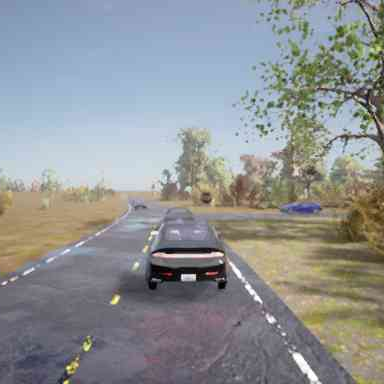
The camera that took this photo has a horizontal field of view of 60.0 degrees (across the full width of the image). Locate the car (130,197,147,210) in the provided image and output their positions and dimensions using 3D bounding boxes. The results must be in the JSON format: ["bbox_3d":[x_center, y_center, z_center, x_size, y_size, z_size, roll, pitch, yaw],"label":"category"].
[{"bbox_3d":[-7.190,1.712,46.310,2.033,1.411,5.357,0,0,-10],"label":"car"}]

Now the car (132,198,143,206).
[{"bbox_3d":[-10.152,1.780,61.939,1.994,1.385,4.181,0,0,-11],"label":"car"}]

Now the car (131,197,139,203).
[{"bbox_3d":[-13.023,1.781,75.894,1.812,1.442,4.674,0,0,-12],"label":"car"}]

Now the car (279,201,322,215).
[{"bbox_3d":[11.789,1.691,36.158,4.674,1.442,1.812,0,0,-11],"label":"car"}]

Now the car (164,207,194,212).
[{"bbox_3d":[-0.840,1.643,21.341,1.994,1.385,4.181,0,0,-3],"label":"car"}]

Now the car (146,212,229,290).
[{"bbox_3d":[-0.160,1.527,9.169,2.128,1.511,4.902,0,0,-2],"label":"car"}]
